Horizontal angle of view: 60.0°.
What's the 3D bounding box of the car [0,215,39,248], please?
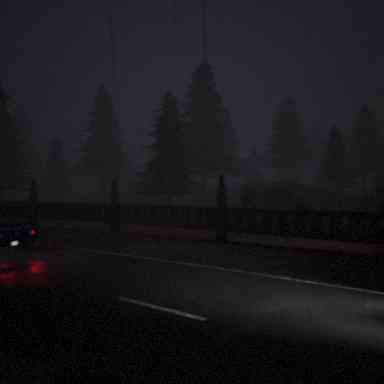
[{"bbox_3d":[-8.241,1.519,12.850,4.718,1.301,1.895,0,0,28],"label":"car"}]
